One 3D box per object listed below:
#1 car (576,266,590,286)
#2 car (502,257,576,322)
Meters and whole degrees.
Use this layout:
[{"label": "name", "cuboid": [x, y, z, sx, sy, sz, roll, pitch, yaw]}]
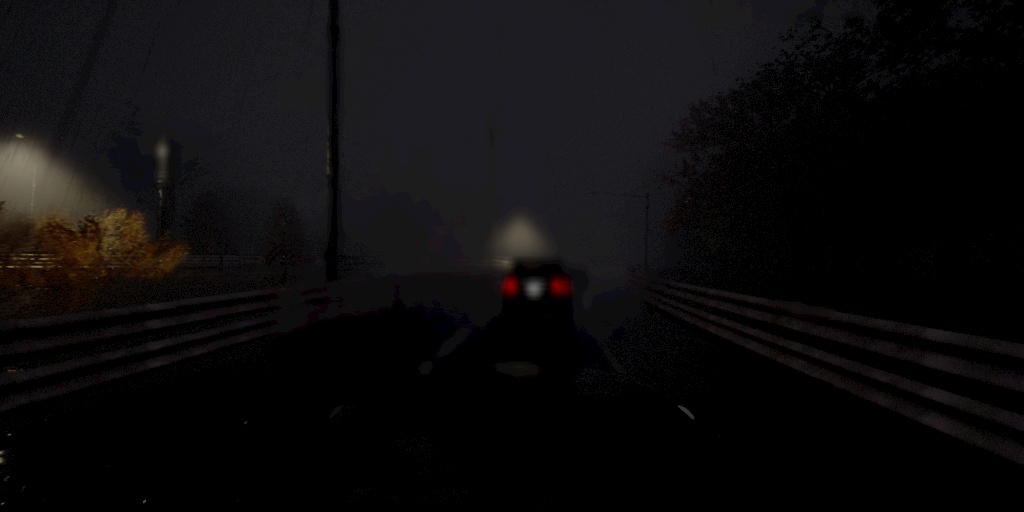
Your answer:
[{"label": "car", "cuboid": [4.976, 1.534, 28.331, 2.128, 1.511, 4.902, 0, -1, 19]}, {"label": "car", "cuboid": [1.113, 1.073, 13.066, 2.150, 2.045, 5.566, 0, 0, 10]}]
